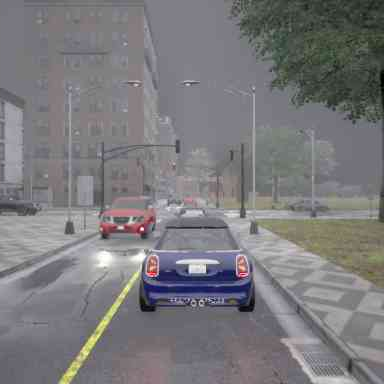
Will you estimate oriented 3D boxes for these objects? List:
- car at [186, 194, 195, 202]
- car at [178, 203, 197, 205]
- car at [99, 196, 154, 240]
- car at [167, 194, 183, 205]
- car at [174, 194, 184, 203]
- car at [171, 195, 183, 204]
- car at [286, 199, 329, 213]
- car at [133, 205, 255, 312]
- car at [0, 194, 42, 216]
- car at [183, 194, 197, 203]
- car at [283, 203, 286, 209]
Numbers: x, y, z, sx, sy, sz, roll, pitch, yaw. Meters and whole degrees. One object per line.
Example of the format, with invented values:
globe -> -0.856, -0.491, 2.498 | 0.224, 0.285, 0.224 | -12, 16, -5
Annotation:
car -> -0.430, 1.394, 80.871 | 2.150, 2.045, 5.566 | 0, 0, 0
car -> 0.019, 1.537, 17.550 | 1.812, 1.442, 4.674 | 0, 0, 1
car -> -3.152, 1.235, 17.451 | 2.150, 2.045, 5.566 | 0, 0, 0
car -> -2.977, 1.297, 55.732 | 2.150, 2.045, 5.566 | 0, 0, -2
car -> -2.916, 1.374, 76.118 | 2.150, 2.045, 5.566 | 0, 0, 0
car -> -2.927, 1.460, 65.529 | 2.097, 1.767, 4.553 | 0, 0, 0
car -> 13.358, 1.627, 37.891 | 4.181, 1.385, 1.994 | 0, -1, -1
car -> 0.094, 1.355, 7.877 | 2.097, 1.767, 4.553 | 0, 0, 0
car -> -17.133, 1.189, 31.120 | 5.566, 2.045, 2.150 | 0, -1, 0
car -> -0.278, 1.437, 58.798 | 2.097, 1.767, 4.553 | 0, 0, 0
car -> 13.773, 1.590, 41.154 | 4.902, 1.511, 2.128 | 0, -1, 0
